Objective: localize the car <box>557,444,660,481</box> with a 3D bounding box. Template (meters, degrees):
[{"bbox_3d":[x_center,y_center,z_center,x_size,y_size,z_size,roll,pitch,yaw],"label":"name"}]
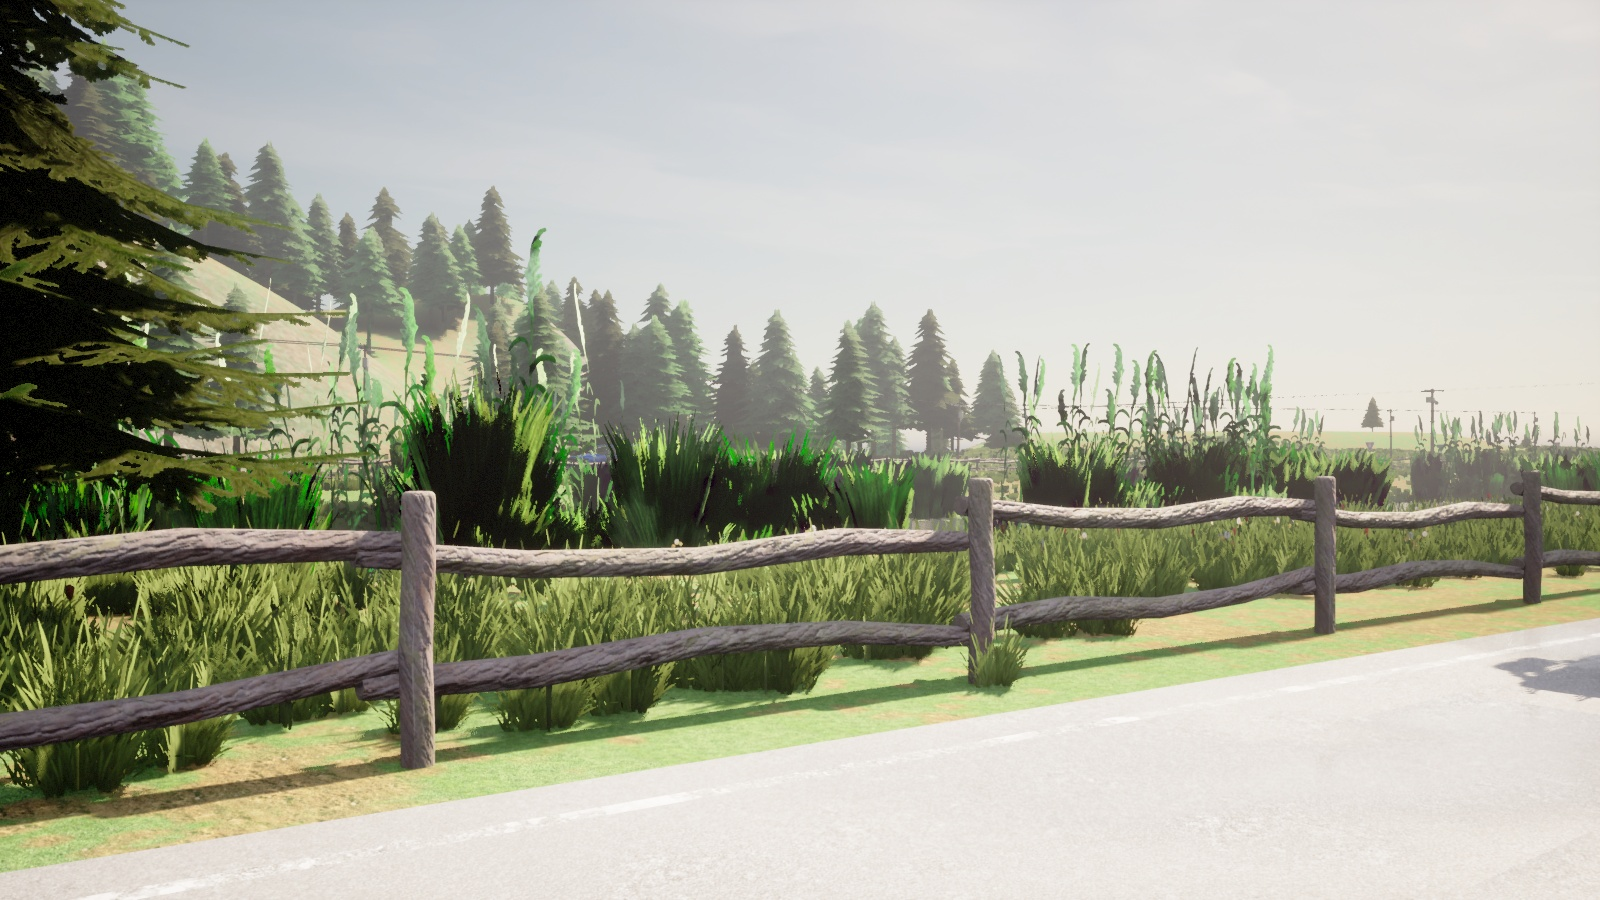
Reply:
[{"bbox_3d":[-11.070,0.700,72.870,5.566,2.045,2.150,0,0,-41],"label":"car"}]
